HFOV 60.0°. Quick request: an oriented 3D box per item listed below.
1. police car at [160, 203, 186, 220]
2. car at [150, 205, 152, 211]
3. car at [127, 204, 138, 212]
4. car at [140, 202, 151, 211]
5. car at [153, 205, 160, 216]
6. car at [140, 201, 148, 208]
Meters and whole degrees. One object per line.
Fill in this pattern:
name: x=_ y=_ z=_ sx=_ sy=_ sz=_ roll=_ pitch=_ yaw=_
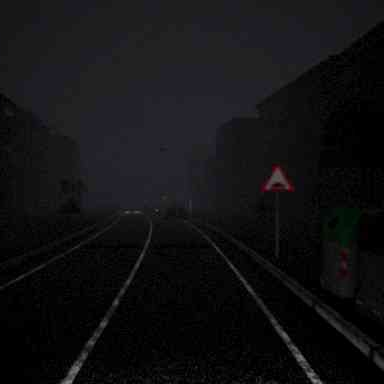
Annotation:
police car: x=-1.787 y=1.885 z=32.866 sx=1.930 sy=1.638 sz=5.238 roll=0 pitch=-2 yaw=-9
car: x=-4.653 y=2.619 z=48.571 sx=1.812 sy=1.442 sz=4.674 roll=0 pitch=-2 yaw=-11
car: x=-11.662 y=3.074 z=64.804 sx=1.812 sy=1.442 sz=4.674 roll=1 pitch=0 yaw=-11
car: x=-9.118 y=3.077 z=67.548 sx=2.128 sy=1.511 sz=4.902 roll=0 pitch=0 yaw=-11
car: x=-3.550 y=2.354 z=42.667 sx=1.812 sy=1.442 sz=4.674 roll=0 pitch=-2 yaw=-11
car: x=-11.882 y=3.083 z=82.323 sx=1.895 sy=1.301 sz=4.718 roll=0 pitch=1 yaw=-11
